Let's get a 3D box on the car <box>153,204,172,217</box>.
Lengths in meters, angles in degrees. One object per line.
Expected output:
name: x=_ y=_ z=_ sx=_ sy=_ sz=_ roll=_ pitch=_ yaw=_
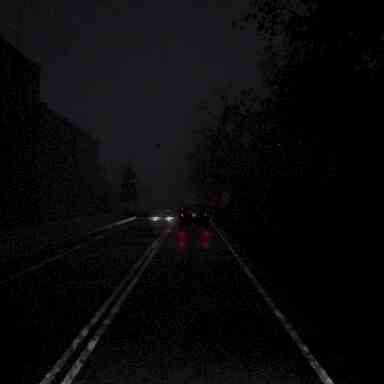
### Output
car: x=-3.264 y=2.053 z=38.069 sx=1.812 sy=1.442 sz=4.674 roll=0 pitch=-1 yaw=0

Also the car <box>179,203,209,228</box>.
car: x=0.134 y=1.616 z=24.410 sx=2.097 sy=1.767 sz=4.553 roll=0 pitch=-1 yaw=0

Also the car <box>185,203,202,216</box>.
car: x=0.195 y=2.171 z=42.227 sx=2.033 sy=1.411 sz=5.357 roll=0 pitch=-1 yaw=0

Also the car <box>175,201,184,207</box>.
car: x=-2.961 y=2.814 z=79.462 sx=1.895 sy=1.301 sz=4.718 roll=0 pitch=-1 yaw=0
